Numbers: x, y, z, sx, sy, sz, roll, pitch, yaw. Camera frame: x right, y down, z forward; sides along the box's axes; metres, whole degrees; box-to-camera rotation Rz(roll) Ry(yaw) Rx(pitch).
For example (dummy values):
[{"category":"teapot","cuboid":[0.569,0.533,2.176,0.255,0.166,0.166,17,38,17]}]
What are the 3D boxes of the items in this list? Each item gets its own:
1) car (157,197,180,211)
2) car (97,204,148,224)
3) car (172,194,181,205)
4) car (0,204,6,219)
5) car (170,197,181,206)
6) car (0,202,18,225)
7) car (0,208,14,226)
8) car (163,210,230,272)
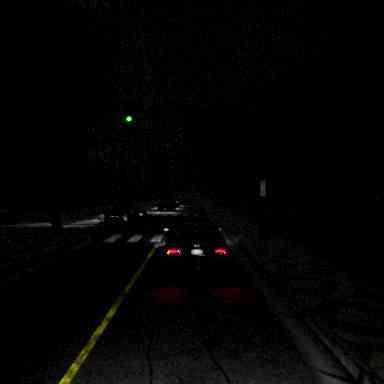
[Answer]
[{"category":"car","cuboid":[-3.051,1.636,41.562,2.033,1.411,5.357,0,0,3]},{"category":"car","cuboid":[-5.308,1.608,25.180,4.181,1.385,1.994,-1,-2,38]},{"category":"car","cuboid":[-3.061,1.480,51.190,2.097,1.767,4.553,0,0,0]},{"category":"car","cuboid":[-19.006,1.727,29.165,4.313,1.339,1.947,0,-1,0]},{"category":"car","cuboid":[-2.994,1.697,61.309,1.812,1.442,4.674,0,0,0]},{"category":"car","cuboid":[-15.187,1.481,23.311,5.008,1.535,1.882,0,-2,0]},{"category":"car","cuboid":[-13.542,1.372,20.654,4.097,1.590,1.967,0,-2,-1]},{"category":"car","cuboid":[0.044,1.557,10.861,2.033,1.411,5.357,0,0,-2]}]
